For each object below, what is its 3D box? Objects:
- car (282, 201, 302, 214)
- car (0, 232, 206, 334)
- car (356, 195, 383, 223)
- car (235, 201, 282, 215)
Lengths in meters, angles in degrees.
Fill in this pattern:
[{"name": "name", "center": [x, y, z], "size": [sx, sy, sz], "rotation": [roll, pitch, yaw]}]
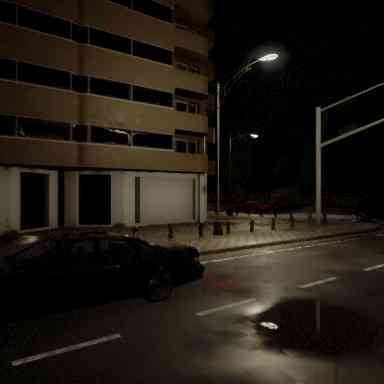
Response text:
[{"name": "car", "center": [9.767, 1.656, 37.039], "size": [1.895, 1.301, 4.718], "rotation": [0, 0, -36]}, {"name": "car", "center": [-2.258, 1.547, 6.652], "size": [5.357, 1.411, 2.033], "rotation": [0, 0, -36]}, {"name": "car", "center": [14.014, 1.247, 23.046], "size": [2.150, 2.045, 5.566], "rotation": [1, -1, -16]}, {"name": "car", "center": [6.786, 1.656, 35.188], "size": [1.895, 1.301, 4.718], "rotation": [0, 0, -36]}]
